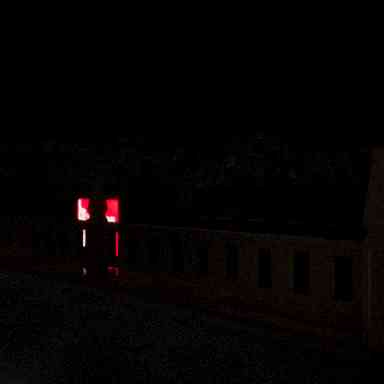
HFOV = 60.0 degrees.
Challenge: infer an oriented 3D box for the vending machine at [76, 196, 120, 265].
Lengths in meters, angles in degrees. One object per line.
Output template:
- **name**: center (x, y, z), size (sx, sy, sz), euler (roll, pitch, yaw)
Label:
- **vending machine**: center (-3.075, 1.195, 10.919), size (0.880, 2.100, 1.100), euler (0, 0, 30)

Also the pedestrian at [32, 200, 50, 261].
- **pedestrian**: center (-4.640, 1.141, 10.126), size (0.375, 1.860, 0.375), euler (0, 0, 30)
